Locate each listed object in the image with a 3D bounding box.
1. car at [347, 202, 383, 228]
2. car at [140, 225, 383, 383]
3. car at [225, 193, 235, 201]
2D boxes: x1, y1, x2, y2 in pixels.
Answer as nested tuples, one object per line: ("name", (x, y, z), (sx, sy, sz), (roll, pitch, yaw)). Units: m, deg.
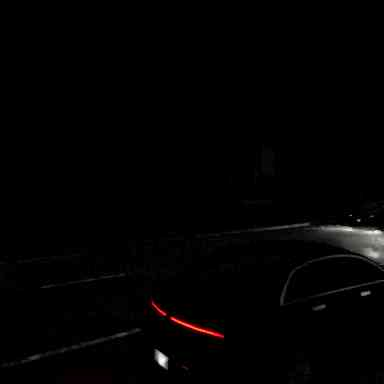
("car", (11.658, 1.344, 20.789), (4.674, 1.442, 1.812), (-1, 1, -35))
("car", (1.650, 1.492, 4.882), (4.892, 1.490, 1.837), (0, 0, -36))
("car", (6.144, 0.988, 62.304), (1.882, 1.535, 5.008), (-1, 1, -38))
